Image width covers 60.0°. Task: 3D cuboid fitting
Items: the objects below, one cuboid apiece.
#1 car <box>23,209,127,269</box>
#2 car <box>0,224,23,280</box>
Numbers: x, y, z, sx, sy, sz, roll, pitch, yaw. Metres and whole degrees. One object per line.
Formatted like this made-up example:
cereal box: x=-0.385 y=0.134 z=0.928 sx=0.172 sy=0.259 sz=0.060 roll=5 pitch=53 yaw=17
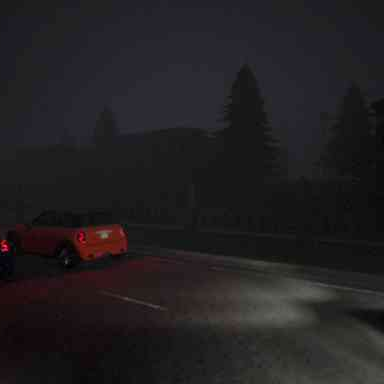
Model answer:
car: x=-4.403 y=1.357 z=11.411 sx=4.553 sy=1.767 sz=2.097 roll=0 pitch=0 yaw=36
car: x=-6.727 y=1.357 z=8.770 sx=4.553 sy=1.767 sz=2.097 roll=0 pitch=0 yaw=36
